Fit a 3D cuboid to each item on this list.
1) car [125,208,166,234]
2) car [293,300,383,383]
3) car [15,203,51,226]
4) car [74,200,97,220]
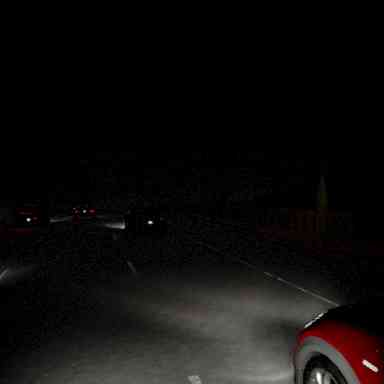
[{"bbox_3d":[-2.831,1.616,19.685,1.994,1.385,4.181,0,0,-17],"label":"car"},{"bbox_3d":[2.597,1.350,1.940,2.097,1.767,4.553,0,0,-17],"label":"car"},{"bbox_3d":[-11.631,1.594,24.522,1.837,1.490,4.892,0,0,-17],"label":"car"},{"bbox_3d":[-9.578,1.703,29.776,2.033,1.411,5.357,0,-1,-17],"label":"car"}]
